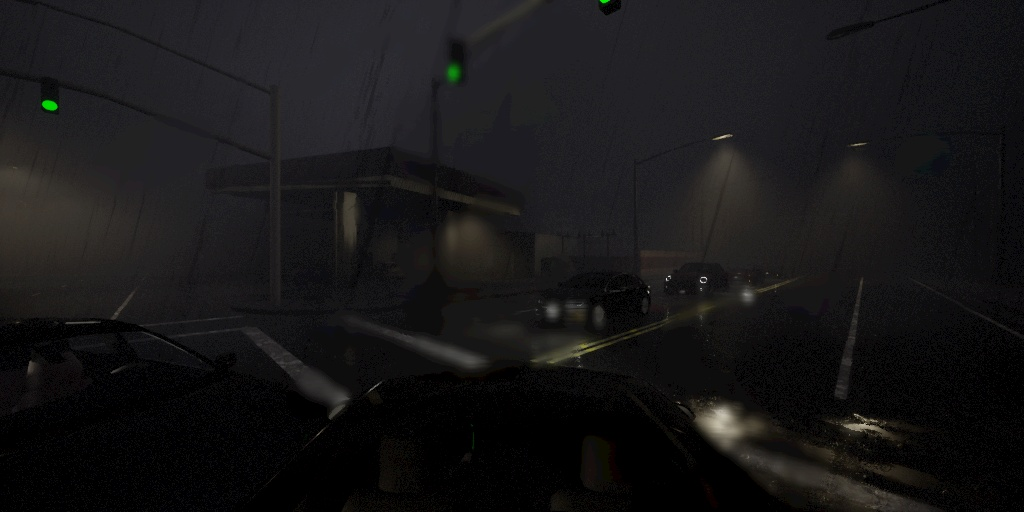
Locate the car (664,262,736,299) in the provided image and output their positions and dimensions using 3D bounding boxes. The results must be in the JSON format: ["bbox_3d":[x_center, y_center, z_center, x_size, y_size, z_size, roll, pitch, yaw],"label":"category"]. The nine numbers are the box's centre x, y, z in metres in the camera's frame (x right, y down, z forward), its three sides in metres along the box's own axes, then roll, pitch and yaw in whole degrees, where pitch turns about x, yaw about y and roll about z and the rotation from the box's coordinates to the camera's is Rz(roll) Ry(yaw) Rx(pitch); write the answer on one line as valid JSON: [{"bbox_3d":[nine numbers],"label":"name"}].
[{"bbox_3d":[9.575,1.102,18.400,2.097,1.767,4.553,0,0,45],"label":"car"}]

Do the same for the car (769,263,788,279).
[{"bbox_3d":[23.524,1.314,32.475,4.181,1.385,1.994,0,0,-45],"label":"car"}]

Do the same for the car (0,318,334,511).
[{"bbox_3d":[-3.440,1.242,2.432,4.902,1.511,2.128,0,0,14],"label":"car"}]

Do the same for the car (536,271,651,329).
[{"bbox_3d":[2.790,1.255,11.500,1.837,1.490,4.892,0,0,44],"label":"car"}]

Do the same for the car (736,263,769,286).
[{"bbox_3d":[16.446,1.314,25.365,1.994,1.385,4.181,0,0,44],"label":"car"}]
